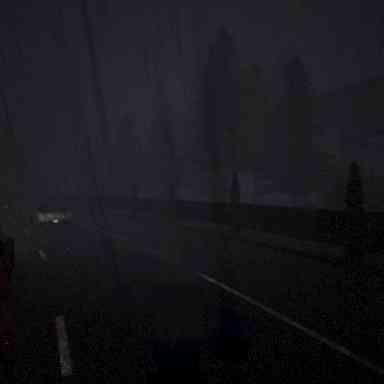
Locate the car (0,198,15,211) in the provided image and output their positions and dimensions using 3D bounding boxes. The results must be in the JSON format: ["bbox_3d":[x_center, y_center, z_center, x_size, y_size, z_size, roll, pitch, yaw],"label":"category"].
[{"bbox_3d":[-20.361,1.325,35.434,1.812,1.442,4.674,-1,1,-43],"label":"car"}]

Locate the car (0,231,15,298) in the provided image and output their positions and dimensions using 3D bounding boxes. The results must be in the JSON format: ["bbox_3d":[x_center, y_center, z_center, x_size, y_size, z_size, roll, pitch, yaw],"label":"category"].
[{"bbox_3d":[-5.242,1.560,7.791,1.895,1.301,4.718,-1,1,-27],"label":"car"}]

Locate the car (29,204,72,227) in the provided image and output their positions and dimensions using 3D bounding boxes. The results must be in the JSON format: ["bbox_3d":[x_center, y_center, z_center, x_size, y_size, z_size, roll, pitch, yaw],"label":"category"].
[{"bbox_3d":[-9.430,1.447,21.843,1.895,1.301,4.718,-1,1,-34],"label":"car"}]
